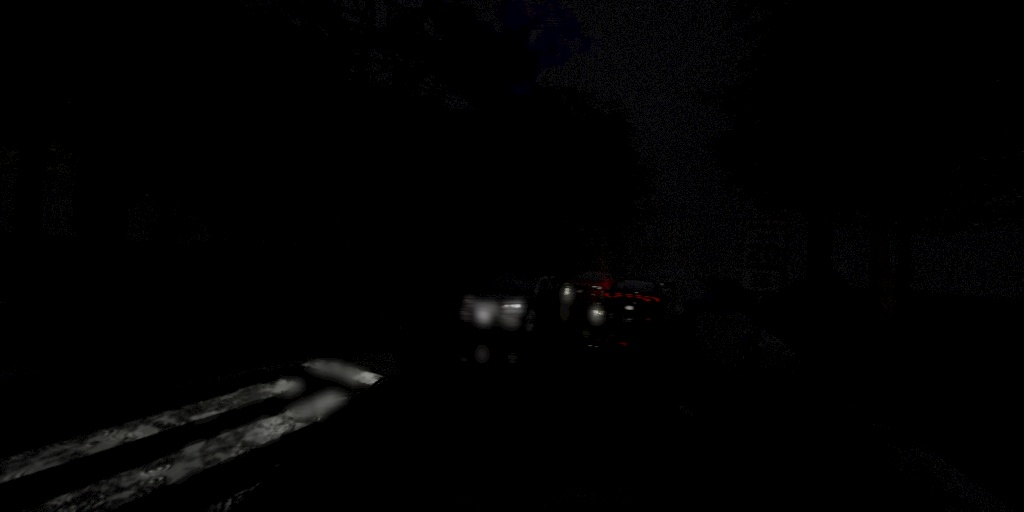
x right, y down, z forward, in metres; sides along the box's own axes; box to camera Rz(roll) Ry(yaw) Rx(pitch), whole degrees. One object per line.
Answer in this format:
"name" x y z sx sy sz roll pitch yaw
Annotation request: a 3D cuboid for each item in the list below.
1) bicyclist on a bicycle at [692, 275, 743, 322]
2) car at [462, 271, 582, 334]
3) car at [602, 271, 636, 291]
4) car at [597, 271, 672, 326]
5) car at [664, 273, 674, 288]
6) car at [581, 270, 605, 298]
"bicyclist on a bicycle" 7.519 1.531 13.088 1.656 1.620 0.582 5 0 25
"car" 0.360 1.263 10.973 2.128 1.511 4.902 4 0 25
"car" 8.763 1.919 28.971 1.895 1.301 4.718 4 0 25
"car" 4.726 1.529 13.413 1.882 1.535 5.008 4 0 25
"car" 14.244 2.277 33.773 1.895 1.301 4.718 4 0 25
"car" 4.408 1.511 19.641 1.882 1.535 5.008 4 0 25
